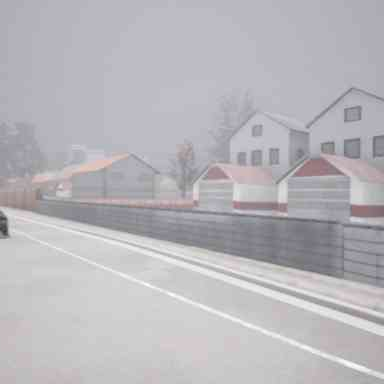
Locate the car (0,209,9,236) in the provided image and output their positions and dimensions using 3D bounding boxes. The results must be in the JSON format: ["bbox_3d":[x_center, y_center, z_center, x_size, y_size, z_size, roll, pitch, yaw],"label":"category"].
[{"bbox_3d":[-11.343,1.525,18.087,1.837,1.490,4.892,1,-1,-39],"label":"car"}]
